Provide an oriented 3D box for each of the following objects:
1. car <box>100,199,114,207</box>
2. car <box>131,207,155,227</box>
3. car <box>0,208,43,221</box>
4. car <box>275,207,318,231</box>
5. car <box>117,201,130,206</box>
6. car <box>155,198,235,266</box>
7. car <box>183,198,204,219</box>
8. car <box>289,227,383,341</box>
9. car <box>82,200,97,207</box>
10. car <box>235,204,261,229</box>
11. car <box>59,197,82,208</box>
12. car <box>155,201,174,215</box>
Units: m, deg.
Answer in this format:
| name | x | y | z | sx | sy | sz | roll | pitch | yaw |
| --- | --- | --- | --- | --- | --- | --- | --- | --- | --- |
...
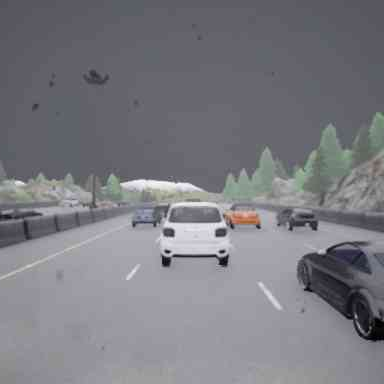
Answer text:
| name | x | y | z | sx | sy | sz | roll | pitch | yaw |
| --- | --- | --- | --- | --- | --- | --- | --- | --- | --- |
| car | -17.460 | 2.215 | 68.474 | 2.097 | 1.767 | 4.553 | 0 | -1 | 0 |
| car | -3.432 | 1.876 | 25.829 | 2.033 | 1.411 | 5.357 | 0 | -1 | 1 |
| car | -14.081 | 1.948 | 27.022 | 1.895 | 1.301 | 4.718 | 0 | -1 | 0 |
| car | 7.115 | 1.792 | 22.952 | 1.837 | 1.490 | 4.892 | 0 | -1 | 0 |
| car | -13.960 | 2.450 | 67.993 | 1.895 | 1.301 | 4.718 | 0 | -1 | 0 |
| car | 0.111 | 1.378 | 12.314 | 2.150 | 2.045 | 5.566 | 0 | -1 | 1 |
| car | 0.112 | 1.675 | 35.859 | 2.150 | 2.045 | 5.566 | 0 | -1 | 0 |
| car | 3.606 | 1.647 | 6.633 | 1.994 | 1.385 | 4.181 | 0 | -1 | 0 |
| car | -20.960 | 2.398 | 68.027 | 2.033 | 1.411 | 5.357 | 0 | -1 | 0 |
| car | 3.616 | 1.660 | 24.483 | 2.097 | 1.767 | 4.553 | 0 | -1 | 0 |
| car | -24.461 | 2.071 | 66.277 | 2.150 | 2.045 | 5.566 | 0 | -1 | 0 |
| car | -3.428 | 2.009 | 41.970 | 1.882 | 1.535 | 5.008 | 0 | -1 | 1 |
